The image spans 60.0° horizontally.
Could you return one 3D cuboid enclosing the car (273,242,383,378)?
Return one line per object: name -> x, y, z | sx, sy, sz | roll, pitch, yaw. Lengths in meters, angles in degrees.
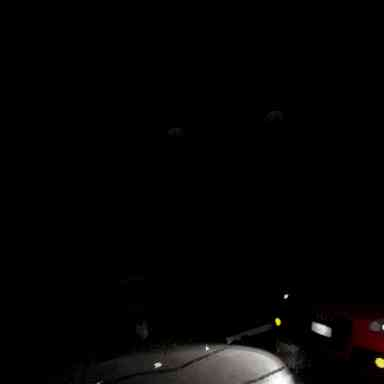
car -> 3.269, 1.563, 5.384 | 4.181, 1.385, 1.994 | 0, 0, -35
